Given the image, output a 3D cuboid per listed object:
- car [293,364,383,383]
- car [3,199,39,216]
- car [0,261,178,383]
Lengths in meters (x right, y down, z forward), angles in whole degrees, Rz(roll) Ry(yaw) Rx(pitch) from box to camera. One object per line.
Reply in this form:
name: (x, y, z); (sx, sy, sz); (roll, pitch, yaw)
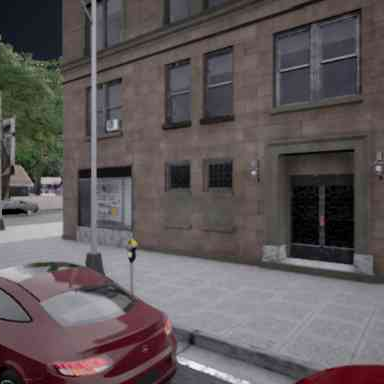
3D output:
car: (2.396, 1.544, 1.099); (4.507, 1.381, 1.887); (0, 0, 36)
car: (-15.736, 1.408, 28.650); (2.128, 1.511, 4.902); (0, 1, 34)
car: (-2.095, 1.584, 4.304); (4.206, 1.307, 1.802); (0, 0, 36)
